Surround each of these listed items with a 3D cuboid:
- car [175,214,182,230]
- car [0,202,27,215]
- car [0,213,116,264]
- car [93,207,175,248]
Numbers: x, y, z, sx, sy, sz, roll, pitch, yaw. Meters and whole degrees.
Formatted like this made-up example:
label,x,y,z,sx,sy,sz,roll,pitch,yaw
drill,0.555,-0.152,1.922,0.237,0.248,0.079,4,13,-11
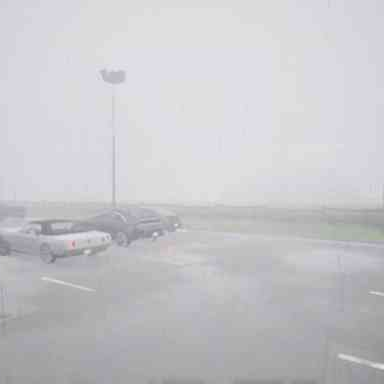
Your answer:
label,x,y,z,sx,sy,sz,roll,pitch,yaw
car,-2.696,1.569,18.811,4.674,1.442,1.812,0,0,35
car,-16.093,1.576,28.365,5.008,1.535,1.882,0,0,35
car,-5.158,1.638,11.970,4.718,1.301,1.895,0,0,35
car,-3.468,1.529,15.064,4.902,1.511,2.128,0,0,35
